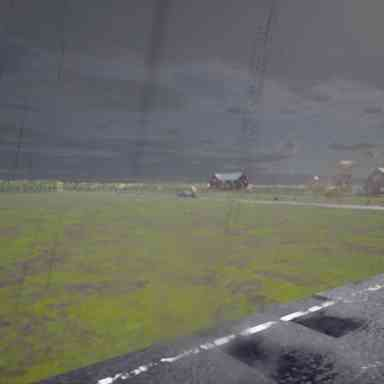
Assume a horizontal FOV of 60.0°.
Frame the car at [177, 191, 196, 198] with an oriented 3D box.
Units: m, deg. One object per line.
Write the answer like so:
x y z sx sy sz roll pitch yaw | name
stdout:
-0.992 0.429 62.494 1.994 1.385 4.181 0 1 -36 | car
